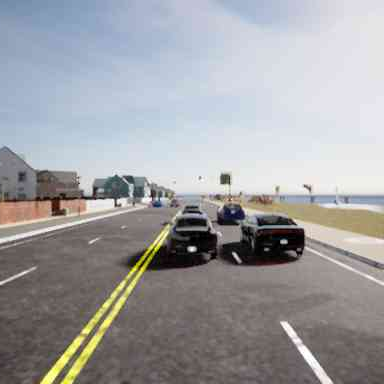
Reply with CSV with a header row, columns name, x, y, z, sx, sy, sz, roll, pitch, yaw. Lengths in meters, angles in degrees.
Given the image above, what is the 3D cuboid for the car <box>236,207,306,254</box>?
name,x,y,z,sx,sy,sz,roll,pitch,yaw
car,3.269,1.628,14.227,1.882,1.535,5.008,0,0,0

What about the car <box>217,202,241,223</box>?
name,x,y,z,sx,sy,sz,roll,pitch,yaw
car,3.260,1.656,28.396,2.097,1.767,4.553,0,-1,0

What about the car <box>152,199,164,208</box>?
name,x,y,z,sx,sy,sz,roll,pitch,yaw
car,-6.531,2.192,63.884,1.882,1.535,5.008,0,-1,0

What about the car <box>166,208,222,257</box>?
name,x,y,z,sx,sy,sz,roll,pitch,yaw
car,0.013,1.650,13.494,1.837,1.490,4.892,0,0,0

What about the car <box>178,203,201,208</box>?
name,x,y,z,sx,sy,sz,roll,pitch,yaw
car,0.010,1.813,28.505,1.837,1.490,4.892,0,0,0

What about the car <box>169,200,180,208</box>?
name,x,y,z,sx,sy,sz,roll,pitch,yaw
car,-3.279,2.243,64.197,1.812,1.442,4.674,0,-1,0
